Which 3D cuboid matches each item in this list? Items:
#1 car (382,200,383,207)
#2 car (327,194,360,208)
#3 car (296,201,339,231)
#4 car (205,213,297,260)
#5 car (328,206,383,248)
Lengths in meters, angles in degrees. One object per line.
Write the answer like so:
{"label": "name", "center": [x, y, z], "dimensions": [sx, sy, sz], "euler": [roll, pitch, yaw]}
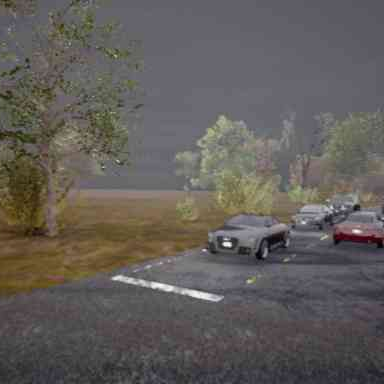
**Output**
{"label": "car", "center": [22.549, 1.355, 36.912], "dimensions": [2.150, 2.045, 5.566], "euler": [1, 1, 36]}
{"label": "car", "center": [13.466, 1.243, 29.562], "dimensions": [2.150, 2.045, 5.566], "euler": [1, 1, 35]}
{"label": "car", "center": [7.718, 1.507, 21.048], "dimensions": [1.812, 1.442, 4.674], "euler": [1, 1, 34]}
{"label": "car", "center": [2.207, 1.511, 12.414], "dimensions": [1.994, 1.385, 4.181], "euler": [1, 1, 33]}
{"label": "car", "center": [7.816, 1.590, 15.295], "dimensions": [1.994, 1.385, 4.181], "euler": [1, 0, 32]}
